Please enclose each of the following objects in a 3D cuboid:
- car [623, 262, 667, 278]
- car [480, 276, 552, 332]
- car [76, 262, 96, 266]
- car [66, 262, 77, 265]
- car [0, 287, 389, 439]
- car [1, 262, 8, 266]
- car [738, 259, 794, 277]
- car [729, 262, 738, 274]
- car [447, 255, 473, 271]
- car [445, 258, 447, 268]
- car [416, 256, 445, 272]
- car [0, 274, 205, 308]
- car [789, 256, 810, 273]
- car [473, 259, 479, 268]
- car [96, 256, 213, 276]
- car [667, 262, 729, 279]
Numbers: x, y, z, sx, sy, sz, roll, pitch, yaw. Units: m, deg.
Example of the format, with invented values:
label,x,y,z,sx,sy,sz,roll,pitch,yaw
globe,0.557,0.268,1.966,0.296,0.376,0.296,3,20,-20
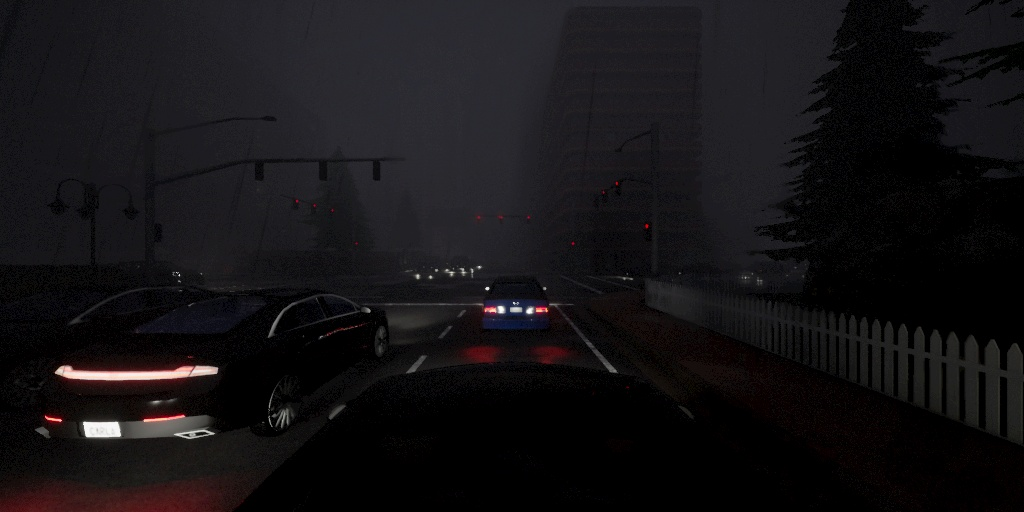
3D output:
label,x,y,z,sx,sy,sz,roll,pitch,yaw
car,13.143,1.242,33.454,5.357,1.411,2.033,0,0,-13
car,0.119,1.297,10.847,2.033,1.411,5.357,0,0,1
car,-26.419,1.199,24.830,4.892,1.490,1.837,0,0,-1
car,-38.279,1.242,31.950,5.357,1.411,2.033,0,0,0
car,-3.428,1.242,5.433,2.128,1.511,4.902,0,0,0
car,-30.613,1.242,21.303,5.357,1.411,2.033,0,0,0
car,24.356,1.242,34.310,5.357,1.411,2.033,0,0,-31
car,22.042,1.295,37.021,4.718,1.301,1.895,0,0,-30
car,-7.076,0.971,49.176,2.150,2.045,5.566,0,0,0
car,-10.555,1.102,55.568,2.097,1.767,4.553,0,0,0
car,-10.547,0.971,46.015,2.150,2.045,5.566,0,0,2
car,-7.098,1.241,6.143,2.128,1.511,4.902,0,0,0
car,32.717,0.916,41.019,2.150,2.045,5.566,0,0,43
car,-7.047,1.253,58.983,1.837,1.490,4.892,0,1,0
car,-21.138,1.047,21.359,4.553,1.767,2.097,0,0,0
car,15.877,1.259,30.630,4.181,1.385,1.994,0,0,-20
